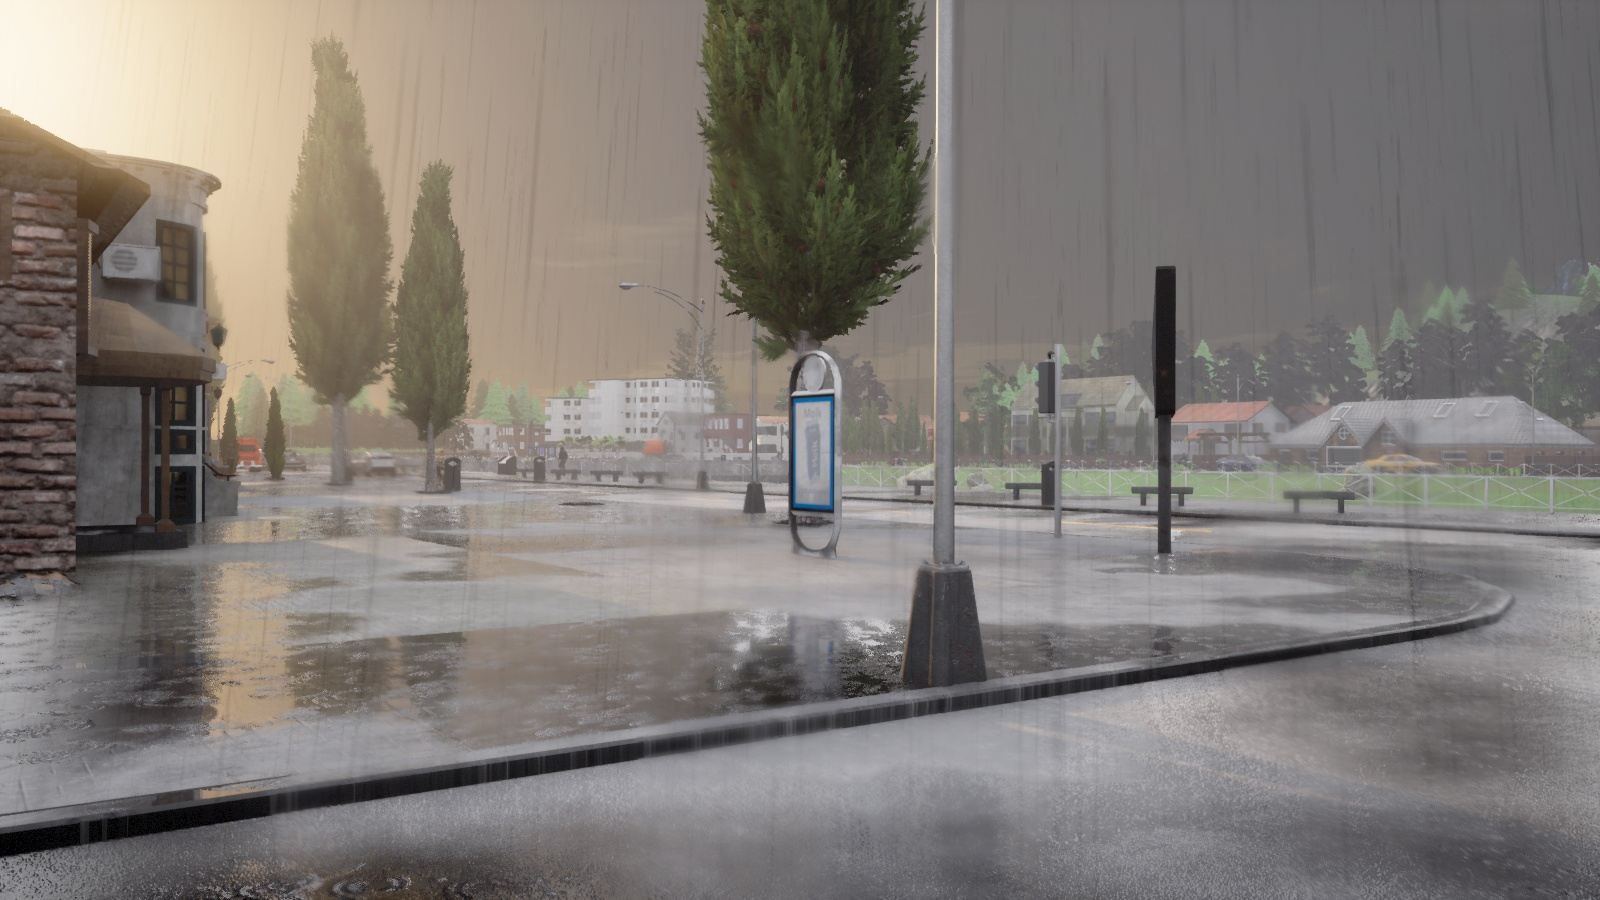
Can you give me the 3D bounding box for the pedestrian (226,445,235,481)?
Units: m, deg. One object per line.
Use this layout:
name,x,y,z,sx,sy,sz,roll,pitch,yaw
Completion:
pedestrian,-29.519,0.677,65.094,0.331,1.846,0.634,0,0,-35

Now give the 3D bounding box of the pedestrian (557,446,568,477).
pedestrian,-14.114,0.667,74.562,0.370,1.835,0.726,0,0,-38

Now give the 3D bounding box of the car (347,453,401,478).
car,-26.202,0.936,77.196,2.007,1.525,4.514,0,0,-34

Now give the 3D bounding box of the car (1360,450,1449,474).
car,41.859,0.808,87.027,1.801,1.575,5.366,0,0,-34
